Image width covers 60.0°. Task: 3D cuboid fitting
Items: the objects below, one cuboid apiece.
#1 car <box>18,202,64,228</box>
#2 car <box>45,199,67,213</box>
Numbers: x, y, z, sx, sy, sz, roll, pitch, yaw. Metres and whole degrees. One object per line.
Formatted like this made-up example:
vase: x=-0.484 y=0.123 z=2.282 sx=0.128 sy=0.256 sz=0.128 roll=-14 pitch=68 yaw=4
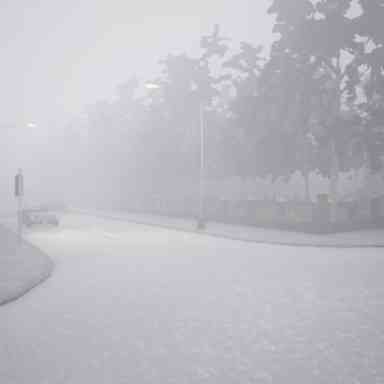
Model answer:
car: x=-10.365 y=1.599 z=22.420 sx=1.895 sy=1.301 sz=4.718 roll=0 pitch=0 yaw=-35
car: x=-15.055 y=1.501 z=36.189 sx=1.837 sy=1.490 sz=4.892 roll=0 pitch=0 yaw=-35
